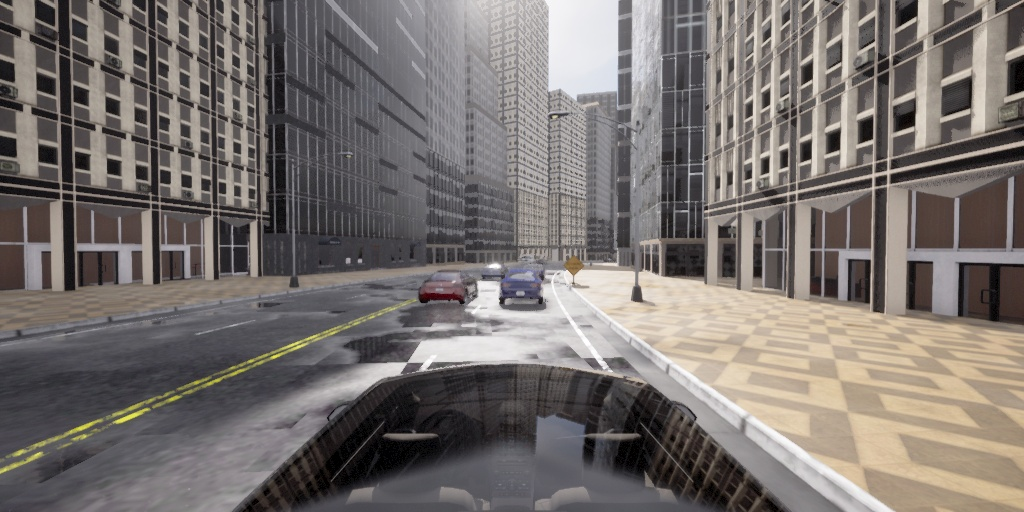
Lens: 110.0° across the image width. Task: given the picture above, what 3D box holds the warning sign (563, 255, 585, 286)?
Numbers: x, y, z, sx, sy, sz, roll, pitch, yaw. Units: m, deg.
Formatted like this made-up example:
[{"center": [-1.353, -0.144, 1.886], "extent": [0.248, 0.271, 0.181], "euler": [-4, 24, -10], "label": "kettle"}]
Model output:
[{"center": [3.777, 0.866, 22.053], "extent": [1.300, 1.860, 1.060], "euler": [0, 0, 5], "label": "warning sign"}]

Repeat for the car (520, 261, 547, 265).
[{"center": [1.867, 1.366, 30.817], "extent": [1.895, 1.301, 4.718], "euler": [0, 0, 7], "label": "car"}]

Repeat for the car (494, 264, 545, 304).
[{"center": [0.466, 1.280, 16.162], "extent": [1.812, 1.442, 4.674], "euler": [0, 0, 4], "label": "car"}]

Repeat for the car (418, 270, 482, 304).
[{"center": [-2.777, 1.316, 16.369], "extent": [1.994, 1.385, 4.181], "euler": [0, 0, 4], "label": "car"}]

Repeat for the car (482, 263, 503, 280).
[{"center": [-1.361, 1.305, 31.199], "extent": [2.033, 1.411, 5.357], "euler": [0, 0, 7], "label": "car"}]
